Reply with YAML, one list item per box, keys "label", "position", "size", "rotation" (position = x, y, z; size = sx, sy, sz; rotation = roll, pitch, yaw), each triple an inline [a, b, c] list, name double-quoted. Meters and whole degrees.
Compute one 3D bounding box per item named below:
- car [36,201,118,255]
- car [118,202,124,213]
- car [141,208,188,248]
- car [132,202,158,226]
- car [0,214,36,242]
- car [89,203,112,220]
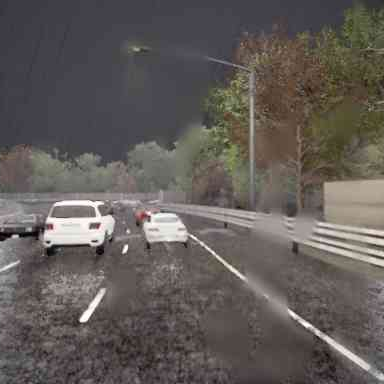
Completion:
- label: "car"
  position: [-4.663, 1.422, 14.457]
  size: [2.150, 2.045, 5.566]
  rotation: [0, -1, -8]
- label: "car"
  position: [-10.822, 2.124, 46.696]
  size: [2.128, 1.511, 4.902]
  rotation: [0, -1, -25]
- label: "car"
  position: [-1.342, 1.736, 15.895]
  size: [1.812, 1.442, 4.674]
  rotation: [0, -1, -10]
- label: "car"
  position: [-3.719, 1.713, 27.134]
  size: [2.097, 1.767, 4.553]
  rotation: [0, -1, -14]
- label: "car"
  position: [-8.813, 1.859, 18.067]
  size: [1.895, 1.301, 4.718]
  rotation: [0, -1, -10]
- label: "car"
  position: [-9.763, 1.973, 35.206]
  size: [2.128, 1.511, 4.902]
  rotation: [0, -1, -18]
